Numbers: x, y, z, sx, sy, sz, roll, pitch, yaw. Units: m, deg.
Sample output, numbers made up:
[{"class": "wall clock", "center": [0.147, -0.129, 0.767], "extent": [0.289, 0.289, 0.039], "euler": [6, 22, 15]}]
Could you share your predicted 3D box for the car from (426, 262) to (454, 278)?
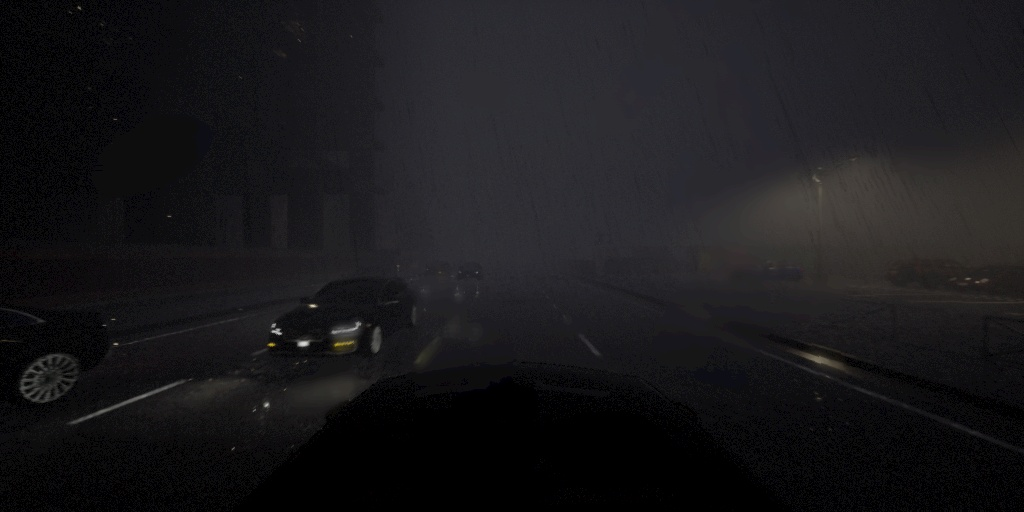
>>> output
[{"class": "car", "center": [-7.021, 1.292, 34.764], "extent": [1.837, 1.490, 4.892], "euler": [0, -1, 1]}]

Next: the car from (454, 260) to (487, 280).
[{"class": "car", "center": [-3.550, 1.311, 31.317], "extent": [1.812, 1.442, 4.674], "euler": [0, 0, 0]}]

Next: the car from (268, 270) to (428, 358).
[{"class": "car", "center": [-3.595, 1.261, 8.609], "extent": [1.837, 1.490, 4.892], "euler": [0, 0, 0]}]

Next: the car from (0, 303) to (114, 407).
[{"class": "car", "center": [-7.099, 1.236, 3.427], "extent": [2.128, 1.511, 4.902], "euler": [0, 0, 0]}]

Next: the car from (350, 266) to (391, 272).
[{"class": "car", "center": [-6.995, 1.255, 17.539], "extent": [2.128, 1.511, 4.902], "euler": [0, 0, 0]}]

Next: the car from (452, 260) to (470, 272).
[{"class": "car", "center": [-6.982, 1.307, 49.777], "extent": [1.837, 1.490, 4.892], "euler": [0, 0, 0]}]
